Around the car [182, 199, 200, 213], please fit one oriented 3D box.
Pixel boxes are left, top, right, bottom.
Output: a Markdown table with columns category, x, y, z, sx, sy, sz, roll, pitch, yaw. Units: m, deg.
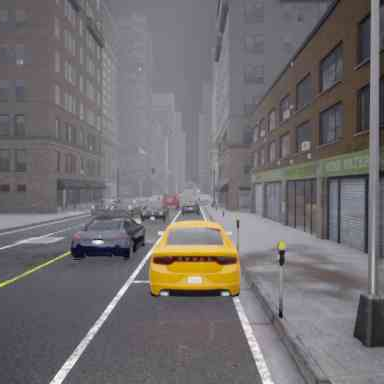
| category | x | y | z | sx | sy | sz | roll | pitch | yaw |
| --- | --- | --- | --- | --- | --- | --- | --- | --- | --- |
| car | -0.080 | 1.544 | 38.573 | 1.887 | 1.381 | 4.507 | -1 | 0 | 0 |

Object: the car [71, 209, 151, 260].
| category | x | y | z | sx | sy | sz | roll | pitch | yaw |
| --- | --- | --- | --- | --- | --- | --- | --- | --- | --- |
| car | -2.937 | 1.560 | 12.494 | 1.994 | 1.385 | 4.181 | 0 | 0 | 1 |

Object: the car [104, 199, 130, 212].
| category | x | y | z | sx | sy | sz | roll | pitch | yaw |
| --- | --- | --- | --- | --- | --- | --- | --- | --- | --- |
| car | -8.605 | 1.564 | 38.641 | 1.947 | 1.339 | 4.313 | -1 | 0 | 0 |

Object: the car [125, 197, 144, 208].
| category | x | y | z | sx | sy | sz | roll | pitch | yaw |
| --- | --- | --- | --- | --- | --- | --- | --- | --- | --- |
| car | -8.519 | 1.547 | 49.651 | 1.887 | 1.381 | 4.507 | -1 | 0 | 0 |

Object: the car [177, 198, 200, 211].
| category | x | y | z | sx | sy | sz | roll | pitch | yaw |
| --- | --- | --- | --- | --- | --- | --- | --- | --- | --- |
| car | -0.123 | 1.564 | 33.069 | 1.947 | 1.339 | 4.313 | -1 | 0 | 0 |

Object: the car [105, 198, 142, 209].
| category | x | y | z | sx | sy | sz | roll | pitch | yaw |
| --- | --- | --- | --- | --- | --- | --- | --- | --- | --- |
| car | -5.992 | 1.349 | 30.059 | 2.097 | 1.767 | 4.553 | 0 | 0 | 1 |

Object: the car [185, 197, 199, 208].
| category | x | y | z | sx | sy | sz | roll | pitch | yaw |
| --- | --- | --- | --- | --- | --- | --- | --- | --- | --- |
| car | 0.006 | 1.548 | 49.584 | 1.887 | 1.381 | 4.507 | -1 | 0 | 0 |

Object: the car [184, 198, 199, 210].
| category | x | y | z | sx | sy | sz | roll | pitch | yaw |
| --- | --- | --- | --- | --- | --- | --- | --- | --- | --- |
| car | -0.037 | 1.546 | 44.079 | 1.887 | 1.381 | 4.507 | -1 | 0 | 0 |

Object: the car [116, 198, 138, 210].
| category | x | y | z | sx | sy | sz | roll | pitch | yaw |
| --- | --- | --- | --- | --- | --- | --- | --- | --- | --- |
| car | -8.562 | 1.551 | 44.145 | 2.008 | 1.369 | 4.403 | -1 | 0 | 0 |

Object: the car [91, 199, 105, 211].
| category | x | y | z | sx | sy | sz | roll | pitch | yaw |
| --- | --- | --- | --- | --- | --- | --- | --- | --- | --- |
| car | -8.649 | 1.437 | 33.135 | 1.967 | 1.590 | 4.097 | -1 | 0 | 0 |

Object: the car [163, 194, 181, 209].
| category | x | y | z | sx | sy | sz | roll | pitch | yaw |
| --- | --- | --- | --- | --- | --- | --- | --- | --- | --- |
| car | -2.782 | 1.222 | 44.940 | 2.150 | 2.045 | 5.566 | 0 | 0 | 0 |

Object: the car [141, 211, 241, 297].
| category | x | y | z | sx | sy | sz | roll | pitch | yaw |
| --- | --- | --- | --- | --- | --- | --- | --- | --- | --- |
| car | 0.074 | 1.475 | 8.634 | 1.882 | 1.535 | 5.008 | 0 | 0 | 0 |

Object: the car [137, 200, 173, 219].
| category | x | y | z | sx | sy | sz | roll | pitch | yaw |
| --- | --- | --- | --- | --- | --- | --- | --- | --- | --- |
| car | -2.827 | 1.598 | 26.309 | 1.895 | 1.301 | 4.718 | 0 | 0 | 0 |
